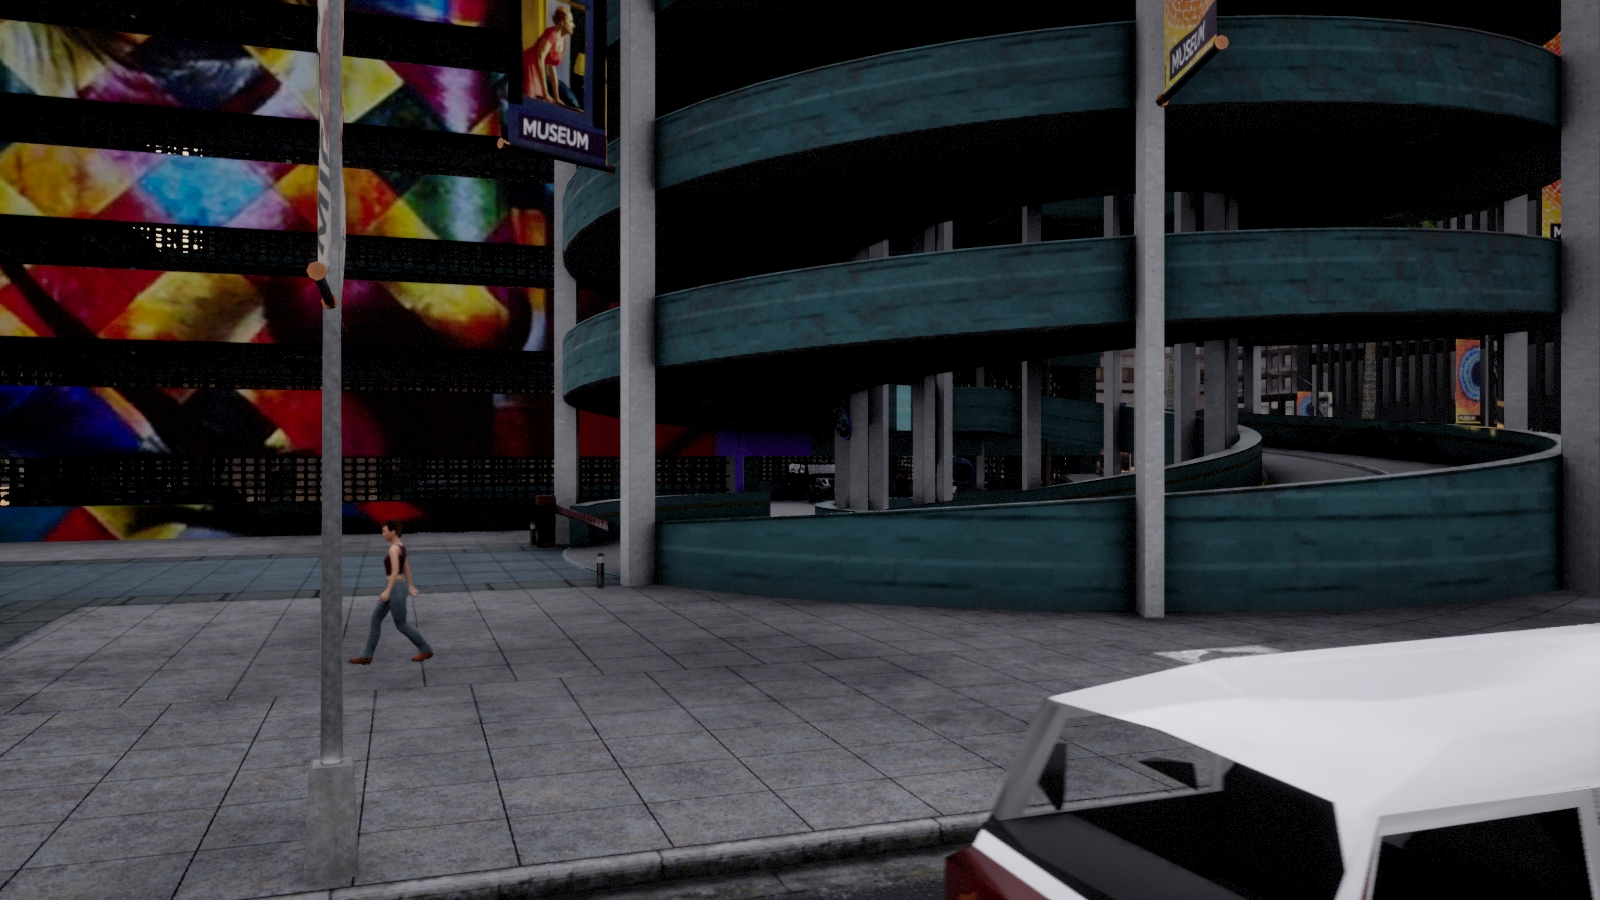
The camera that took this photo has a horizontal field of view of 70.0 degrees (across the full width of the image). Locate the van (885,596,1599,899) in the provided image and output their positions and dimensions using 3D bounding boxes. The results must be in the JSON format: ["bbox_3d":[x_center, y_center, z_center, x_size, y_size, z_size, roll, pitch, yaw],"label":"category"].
[{"bbox_3d":[2.798,1.784,4.360,4.480,2.038,2.069,0,0,-21],"label":"van"}]

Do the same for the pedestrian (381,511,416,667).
[{"bbox_3d":[-4.934,1.696,14.055,0.375,1.860,0.375,0,0,-16],"label":"pedestrian"}]
